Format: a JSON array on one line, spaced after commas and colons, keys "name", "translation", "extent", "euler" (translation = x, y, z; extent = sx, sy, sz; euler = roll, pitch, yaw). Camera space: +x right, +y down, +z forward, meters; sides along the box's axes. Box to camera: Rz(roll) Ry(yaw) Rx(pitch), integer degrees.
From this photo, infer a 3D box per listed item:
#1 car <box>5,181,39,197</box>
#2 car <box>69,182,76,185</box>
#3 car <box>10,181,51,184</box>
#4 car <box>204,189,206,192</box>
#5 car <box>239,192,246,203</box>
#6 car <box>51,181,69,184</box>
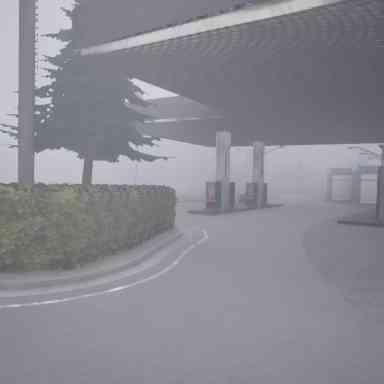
[{"name": "car", "translation": [-21.753, -0.461, 42.422], "extent": [4.605, 1.855, 1.932], "euler": [2, 2, 35]}, {"name": "car", "translation": [-25.427, -1.281, 68.062], "extent": [4.605, 1.855, 1.932], "euler": [2, 2, 35]}, {"name": "car", "translation": [-17.221, -0.176, 35.204], "extent": [3.866, 1.878, 1.905], "euler": [2, 2, 35]}, {"name": "car", "translation": [4.898, -0.326, 65.594], "extent": [5.027, 1.636, 2.152], "euler": [2, 2, 35]}, {"name": "car", "translation": [7.329, 0.643, 40.599], "extent": [1.812, 1.442, 4.674], "euler": [2, 2, 35]}, {"name": "car", "translation": [-26.765, -1.255, 65.450], "extent": [3.866, 1.878, 1.905], "euler": [2, 2, 35]}]
